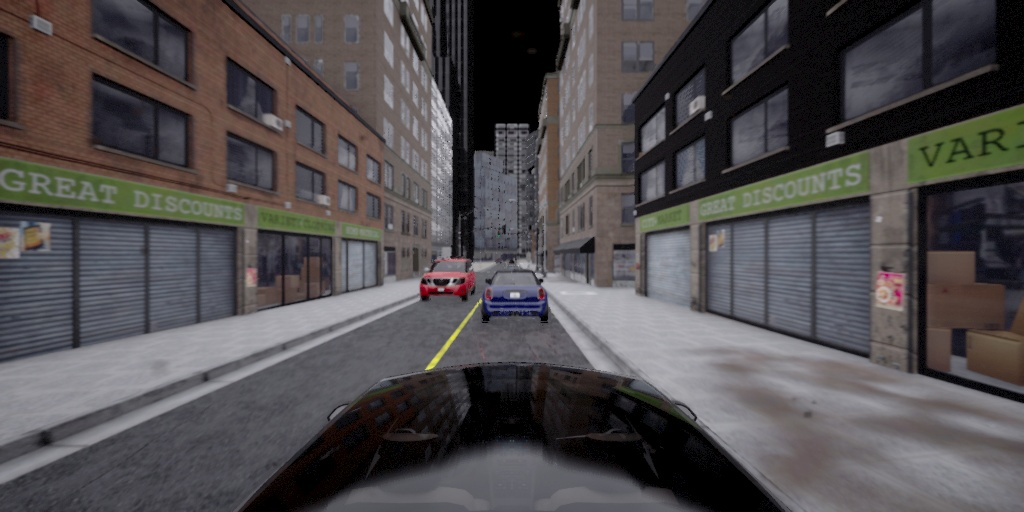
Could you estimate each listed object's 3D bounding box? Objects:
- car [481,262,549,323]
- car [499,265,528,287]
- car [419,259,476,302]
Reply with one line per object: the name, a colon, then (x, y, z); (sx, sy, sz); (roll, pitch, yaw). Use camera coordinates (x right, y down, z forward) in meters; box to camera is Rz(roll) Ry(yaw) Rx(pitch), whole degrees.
car: (0.097, 1.217, 12.877); (2.097, 1.767, 4.553); (0, -1, 0)
car: (0.101, 1.508, 28.241); (2.128, 1.511, 4.902); (0, -1, 0)
car: (-3.097, 1.144, 18.404); (2.150, 2.045, 5.566); (0, -1, 0)
